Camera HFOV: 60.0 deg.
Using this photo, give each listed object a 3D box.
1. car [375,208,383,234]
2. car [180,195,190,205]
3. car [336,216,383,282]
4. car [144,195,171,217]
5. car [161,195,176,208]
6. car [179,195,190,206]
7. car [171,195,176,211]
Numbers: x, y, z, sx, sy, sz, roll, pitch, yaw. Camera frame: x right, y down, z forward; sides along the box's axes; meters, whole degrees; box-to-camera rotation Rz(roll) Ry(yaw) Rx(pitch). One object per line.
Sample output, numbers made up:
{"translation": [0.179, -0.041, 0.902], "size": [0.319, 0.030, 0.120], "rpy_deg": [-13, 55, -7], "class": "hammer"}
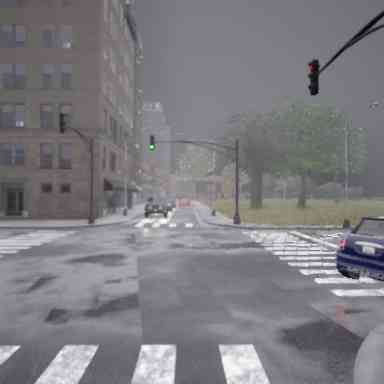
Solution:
{"translation": [13.482, 1.695, 18.957], "size": [4.902, 1.511, 2.128], "rpy_deg": [0, -1, -1], "class": "car"}
{"translation": [-1.577, 1.665, 73.039], "size": [2.150, 2.045, 5.566], "rpy_deg": [0, 0, -1], "class": "car"}
{"translation": [5.989, 1.367, 8.479], "size": [4.553, 1.767, 2.097], "rpy_deg": [1, 0, -24], "class": "car"}
{"translation": [-3.484, 1.368, 33.282], "size": [2.150, 2.045, 5.566], "rpy_deg": [0, 0, -3], "class": "car"}
{"translation": [-3.730, 1.502, 53.666], "size": [2.150, 2.045, 5.566], "rpy_deg": [0, 0, -1], "class": "car"}
{"translation": [-1.393, 1.711, 62.761], "size": [2.097, 1.767, 4.553], "rpy_deg": [0, 0, -1], "class": "car"}
{"translation": [-3.582, 1.560, 43.078], "size": [2.097, 1.767, 4.553], "rpy_deg": [0, 0, 0], "class": "car"}
